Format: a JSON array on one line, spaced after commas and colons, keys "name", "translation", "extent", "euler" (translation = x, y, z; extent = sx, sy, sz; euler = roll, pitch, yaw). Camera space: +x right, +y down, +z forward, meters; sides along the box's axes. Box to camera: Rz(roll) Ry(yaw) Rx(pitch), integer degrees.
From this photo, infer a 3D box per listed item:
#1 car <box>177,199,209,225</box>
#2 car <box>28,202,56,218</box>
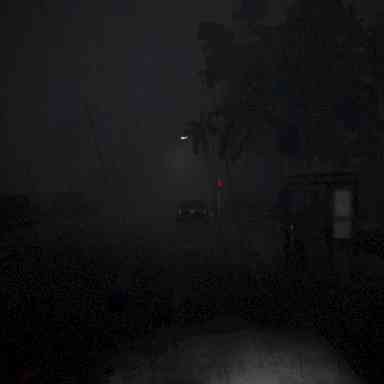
[{"name": "car", "translation": [0.055, 1.270, 23.434], "extent": [2.097, 1.767, 4.553], "euler": [0, 0, 1]}, {"name": "car", "translation": [-12.868, 1.269, 24.280], "extent": [5.357, 1.415, 2.033], "euler": [0, 0, 3]}]
